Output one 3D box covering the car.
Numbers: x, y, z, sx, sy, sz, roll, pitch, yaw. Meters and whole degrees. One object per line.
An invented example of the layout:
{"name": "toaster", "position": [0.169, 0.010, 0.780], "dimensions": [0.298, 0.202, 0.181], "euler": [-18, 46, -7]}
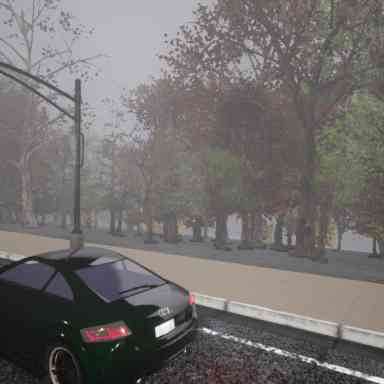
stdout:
{"name": "car", "position": [-1.945, 1.563, 5.073], "dimensions": [4.181, 1.385, 1.994], "euler": [0, 0, 36]}
